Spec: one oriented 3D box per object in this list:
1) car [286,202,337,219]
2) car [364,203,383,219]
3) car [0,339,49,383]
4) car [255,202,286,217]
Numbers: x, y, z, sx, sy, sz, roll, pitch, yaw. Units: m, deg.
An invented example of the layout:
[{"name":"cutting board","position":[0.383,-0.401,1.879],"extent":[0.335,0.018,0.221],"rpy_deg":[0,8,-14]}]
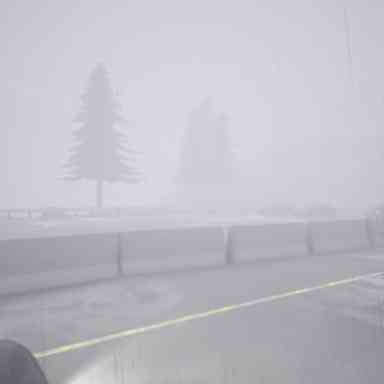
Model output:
[{"name":"car","position":[11.336,1.676,30.721],"extent":[4.674,1.442,1.812],"rpy_deg":[1,0,-26]},{"name":"car","position":[17.656,1.713,29.862],"extent":[4.892,1.490,1.837],"rpy_deg":[1,-1,-24]},{"name":"car","position":[-2.835,1.539,1.627],"extent":[4.181,1.385,1.994],"rpy_deg":[1,0,-36]},{"name":"car","position":[8.393,1.691,33.158],"extent":[4.181,1.385,1.994],"rpy_deg":[1,0,-26]}]
